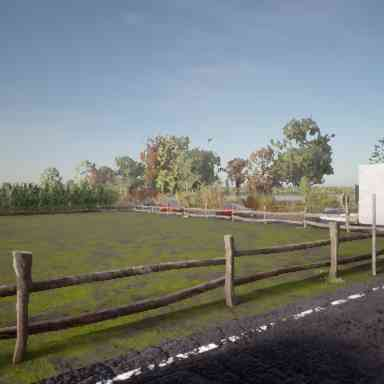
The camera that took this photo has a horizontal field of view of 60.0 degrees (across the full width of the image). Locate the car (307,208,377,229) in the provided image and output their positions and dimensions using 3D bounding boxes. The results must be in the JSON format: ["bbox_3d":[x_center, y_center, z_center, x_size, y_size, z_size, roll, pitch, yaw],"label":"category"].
[{"bbox_3d":[10.438,1.774,23.160,1.895,1.301,4.718,-1,0,-32],"label":"car"}]

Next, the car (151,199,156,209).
[{"bbox_3d":[-5.706,2.175,57.640,1.812,1.442,4.674,0,-1,-17],"label":"car"}]

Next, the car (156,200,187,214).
[{"bbox_3d":[-2.472,1.968,42.657,1.882,1.535,5.008,-1,0,-29],"label":"car"}]

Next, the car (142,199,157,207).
[{"bbox_3d":[-8.605,2.254,67.435,2.128,1.511,4.902,0,0,-19],"label":"car"}]

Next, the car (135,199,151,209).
[{"bbox_3d":[-8.801,2.279,57.139,1.994,1.385,4.181,0,0,-15],"label":"car"}]

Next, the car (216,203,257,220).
[{"bbox_3d":[4.199,1.852,32.328,1.812,1.442,4.674,-1,0,-34],"label":"car"}]
